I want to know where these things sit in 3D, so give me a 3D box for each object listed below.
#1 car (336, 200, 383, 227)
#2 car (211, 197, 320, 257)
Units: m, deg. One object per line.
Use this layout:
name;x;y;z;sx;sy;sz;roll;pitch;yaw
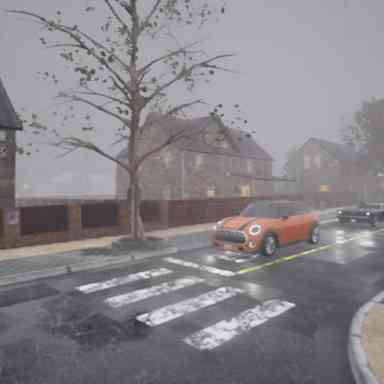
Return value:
car;10.108;1.155;19.082;4.718;1.301;1.895;-2;2;-43
car;2.762;1.117;12.108;4.553;1.767;2.097;-2;2;-43
